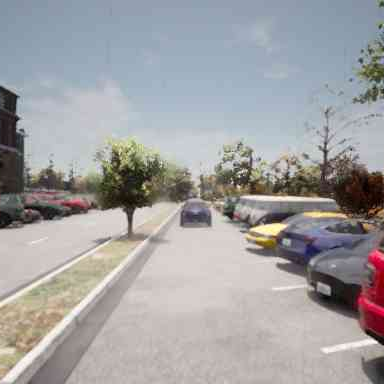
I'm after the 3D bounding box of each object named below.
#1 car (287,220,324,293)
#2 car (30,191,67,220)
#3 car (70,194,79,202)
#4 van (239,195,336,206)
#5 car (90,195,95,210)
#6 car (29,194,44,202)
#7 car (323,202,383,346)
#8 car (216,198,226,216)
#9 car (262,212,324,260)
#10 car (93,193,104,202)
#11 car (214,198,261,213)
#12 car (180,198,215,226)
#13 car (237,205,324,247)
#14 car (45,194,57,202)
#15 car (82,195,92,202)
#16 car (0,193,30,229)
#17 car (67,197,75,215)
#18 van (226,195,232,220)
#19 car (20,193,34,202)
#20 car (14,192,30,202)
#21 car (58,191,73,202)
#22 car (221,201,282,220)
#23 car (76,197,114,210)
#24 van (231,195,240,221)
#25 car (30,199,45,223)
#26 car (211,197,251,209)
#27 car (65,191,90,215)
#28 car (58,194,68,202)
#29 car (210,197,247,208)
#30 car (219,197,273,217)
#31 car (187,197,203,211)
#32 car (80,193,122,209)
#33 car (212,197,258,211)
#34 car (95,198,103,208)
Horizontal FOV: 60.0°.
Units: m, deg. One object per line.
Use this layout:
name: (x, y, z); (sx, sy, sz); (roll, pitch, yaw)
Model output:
car: (4.836, 1.515, 7.308); (4.792, 1.488, 2.163); (1, 0, -20)
car: (-13.151, 1.210, 26.296); (5.566, 2.045, 2.435); (-1, 0, -19)
car: (-29.675, 1.513, 84.102); (2.185, 1.767, 4.553); (1, -3, -19)
van: (4.827, 1.257, 16.207); (4.442, 1.987, 1.878); (1, 0, -20)
car: (-13.053, 1.337, 35.306); (4.553, 1.767, 2.185); (-1, 0, -19)
car: (-31.375, 1.130, 67.215); (2.231, 1.521, 4.892); (0, -1, -19)
car: (4.870, 1.235, 4.359); (5.566, 2.045, 2.435); (1, 0, -20)
car: (5.032, 1.233, 25.192); (5.566, 2.045, 2.435); (1, 0, -20)
car: (4.911, 1.515, 10.311); (4.792, 1.488, 2.163); (1, 0, -20)
car: (-23.657, 1.389, 84.024); (2.435, 2.045, 5.566); (1, -3, -19)
car: (5.086, 1.512, 37.487); (4.792, 1.488, 2.163); (1, 0, -19)
car: (0.263, 1.350, 23.715); (2.097, 1.767, 4.553); (0, 0, 0)
car: (4.733, 1.480, 13.209); (5.366, 1.575, 1.946); (1, 0, -20)
car: (-28.418, 1.168, 67.153); (2.002, 1.452, 4.674); (1, -1, -19)
car: (-26.661, 1.641, 84.065); (2.231, 1.521, 4.892); (1, -3, -19)
car: (-13.253, 1.211, 20.256); (5.566, 2.045, 2.435); (-1, 0, -20)
car: (-13.119, 1.491, 29.300); (4.792, 1.488, 2.163); (-1, 0, -19)
van: (4.871, 1.257, 22.162); (4.442, 1.987, 1.878); (1, 0, -19)
car: (-41.756, 1.390, 84.381); (2.435, 2.045, 5.566); (1, -3, -19)
car: (-34.326, 1.003, 67.258); (2.185, 1.767, 4.553); (0, -1, -19)
car: (-25.444, 0.876, 67.069); (2.435, 2.045, 5.566); (1, -1, -19)
car: (5.029, 1.524, 28.154); (4.674, 1.452, 2.002); (1, 0, -19)
car: (-12.972, 1.500, 44.350); (4.674, 1.452, 2.002); (-1, 0, -19)
van: (4.849, 1.257, 19.185); (4.442, 1.987, 1.878); (1, 0, -19)
car: (-13.172, 1.491, 23.289); (4.792, 1.488, 2.163); (-1, 0, -20)
car: (5.169, 1.483, 44.286); (4.892, 1.521, 2.231); (1, 0, -19)
car: (-13.095, 1.211, 32.310); (5.566, 2.045, 2.435); (-1, 0, -19)
car: (-32.711, 1.517, 84.230); (2.185, 1.767, 4.553); (1, -3, -19)
car: (5.213, 1.482, 47.680); (4.892, 1.521, 2.231); (1, 0, -19)
car: (5.023, 1.357, 31.127); (4.553, 1.767, 2.185); (1, 0, -19)
car: (0.415, 1.474, 41.109); (1.882, 1.535, 5.008); (0, 0, 1)
car: (-12.960, 1.201, 47.350); (5.566, 2.045, 2.435); (-1, 0, -19)
car: (5.316, 1.482, 40.960); (5.366, 1.575, 1.946); (1, 0, -19)
car: (-13.014, 1.463, 41.325); (5.008, 1.535, 2.097); (-1, 0, -19)
